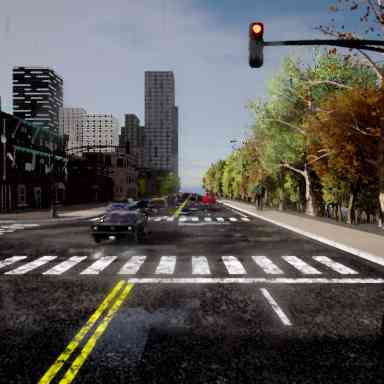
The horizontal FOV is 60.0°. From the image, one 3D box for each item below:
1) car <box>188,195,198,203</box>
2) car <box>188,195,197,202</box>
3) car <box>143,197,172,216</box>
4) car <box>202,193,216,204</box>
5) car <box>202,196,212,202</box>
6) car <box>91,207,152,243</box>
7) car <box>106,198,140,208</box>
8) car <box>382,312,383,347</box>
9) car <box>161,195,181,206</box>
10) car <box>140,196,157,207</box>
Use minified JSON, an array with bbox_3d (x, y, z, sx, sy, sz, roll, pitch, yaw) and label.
[{"bbox_3d":[0.196,1.466,66.188,2.128,1.511,4.902,0,0,0],"label":"car"},{"bbox_3d":[0.115,1.447,76.495,1.882,1.535,5.008,0,0,0],"label":"car"},{"bbox_3d":[-3.302,1.495,32.773,1.837,1.490,4.892,0,0,0],"label":"car"},{"bbox_3d":[3.441,1.197,65.290,2.150,2.045,5.566,0,0,1],"label":"car"},{"bbox_3d":[3.361,1.522,75.874,1.994,1.385,4.181,0,0,0],"label":"car"},{"bbox_3d":[-3.328,1.597,16.126,1.895,1.301,4.718,0,0,0],"label":"car"},{"bbox_3d":[-6.556,1.343,31.186,2.097,1.767,4.553,0,0,0],"label":"car"},{"bbox_3d":[3.355,1.491,2.342,2.128,1.511,4.902,0,0,0],"label":"car"},{"bbox_3d":[-3.265,1.333,53.176,2.097,1.767,4.553,0,0,0],"label":"car"},{"bbox_3d":[-6.528,1.548,47.269,1.994,1.385,4.181,0,0,0],"label":"car"}]
